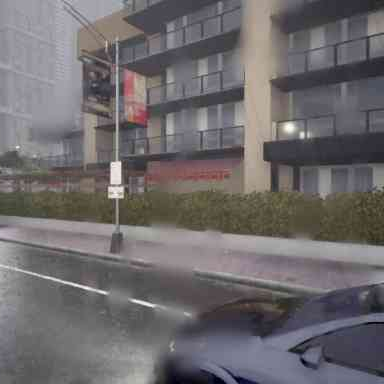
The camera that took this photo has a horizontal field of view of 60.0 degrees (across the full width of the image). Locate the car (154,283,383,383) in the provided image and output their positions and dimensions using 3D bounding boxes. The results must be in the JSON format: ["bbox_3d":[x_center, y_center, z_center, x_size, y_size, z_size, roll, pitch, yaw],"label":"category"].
[{"bbox_3d":[1.690,1.564,2.876,4.181,1.385,1.994,0,0,35],"label":"car"}]
